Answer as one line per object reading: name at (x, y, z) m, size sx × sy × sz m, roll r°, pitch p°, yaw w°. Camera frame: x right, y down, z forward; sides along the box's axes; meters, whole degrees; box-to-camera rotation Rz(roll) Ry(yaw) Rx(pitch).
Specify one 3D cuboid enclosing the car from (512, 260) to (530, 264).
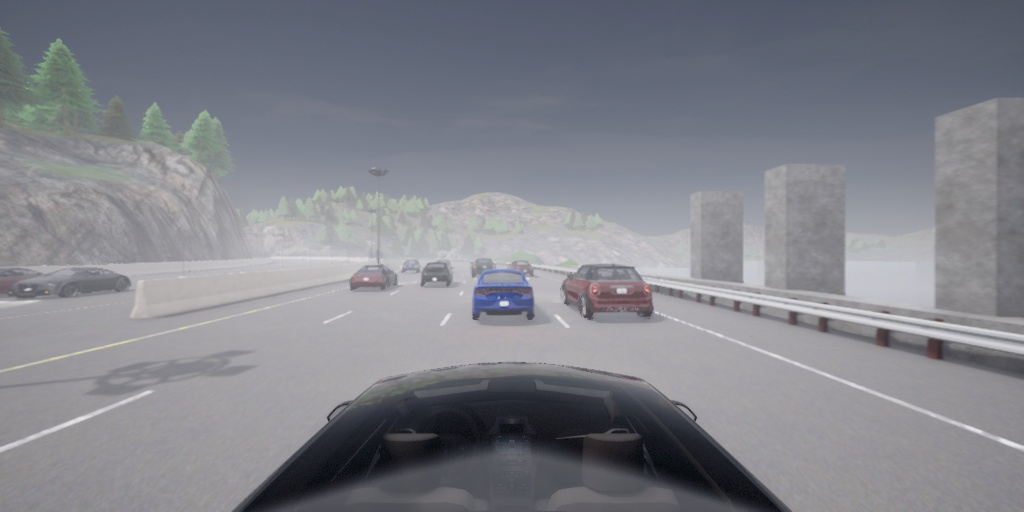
car at (0.748, 1.099, 33.125) m, size 1.812 × 1.442 × 4.674 m, roll 0°, pitch 0°, yaw -10°

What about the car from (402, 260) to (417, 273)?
car at (-11.272, 1.104, 40.249) m, size 2.033 × 1.411 × 5.357 m, roll 0°, pitch 0°, yaw -12°

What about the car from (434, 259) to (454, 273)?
car at (-7.865, 1.093, 41.049) m, size 2.033 × 1.411 × 5.357 m, roll 0°, pitch 0°, yaw -13°

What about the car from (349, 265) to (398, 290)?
car at (-8.206, 1.219, 21.612) m, size 1.994 × 1.385 × 4.181 m, roll 0°, pitch 0°, yaw -6°

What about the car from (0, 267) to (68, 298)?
car at (-25.369, 1.296, 17.684) m, size 1.994 × 1.385 × 4.181 m, roll 0°, pitch 0°, yaw -6°

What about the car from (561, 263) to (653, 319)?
car at (3.124, 1.035, 12.691) m, size 2.097 × 1.767 × 4.553 m, roll 0°, pitch 0°, yaw -3°

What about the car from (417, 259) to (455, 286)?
car at (-4.966, 1.139, 24.089) m, size 1.837 × 1.490 × 4.892 m, roll 0°, pitch 0°, yaw -7°

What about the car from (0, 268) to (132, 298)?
car at (-21.887, 1.303, 18.044) m, size 1.994 × 1.385 × 4.181 m, roll 0°, pitch 0°, yaw -6°

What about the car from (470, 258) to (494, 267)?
car at (-2.644, 0.937, 32.241) m, size 2.097 × 1.767 × 4.553 m, roll 0°, pitch 0°, yaw -9°

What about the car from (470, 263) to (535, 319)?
car at (-0.358, 1.168, 12.521) m, size 1.882 × 1.535 × 5.008 m, roll 0°, pitch 0°, yaw -3°
